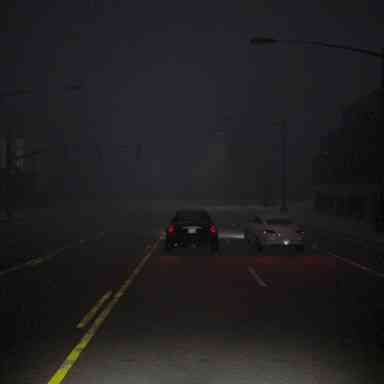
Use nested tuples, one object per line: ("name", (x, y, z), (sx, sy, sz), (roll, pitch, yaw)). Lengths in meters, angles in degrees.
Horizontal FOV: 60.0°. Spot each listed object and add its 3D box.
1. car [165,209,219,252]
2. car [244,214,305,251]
("car", (0.000, 1.507, 14.634), (2.097, 1.767, 4.553), (0, -1, 0))
("car", (3.500, 1.674, 14.662), (1.812, 1.442, 4.674), (0, -1, 0))
